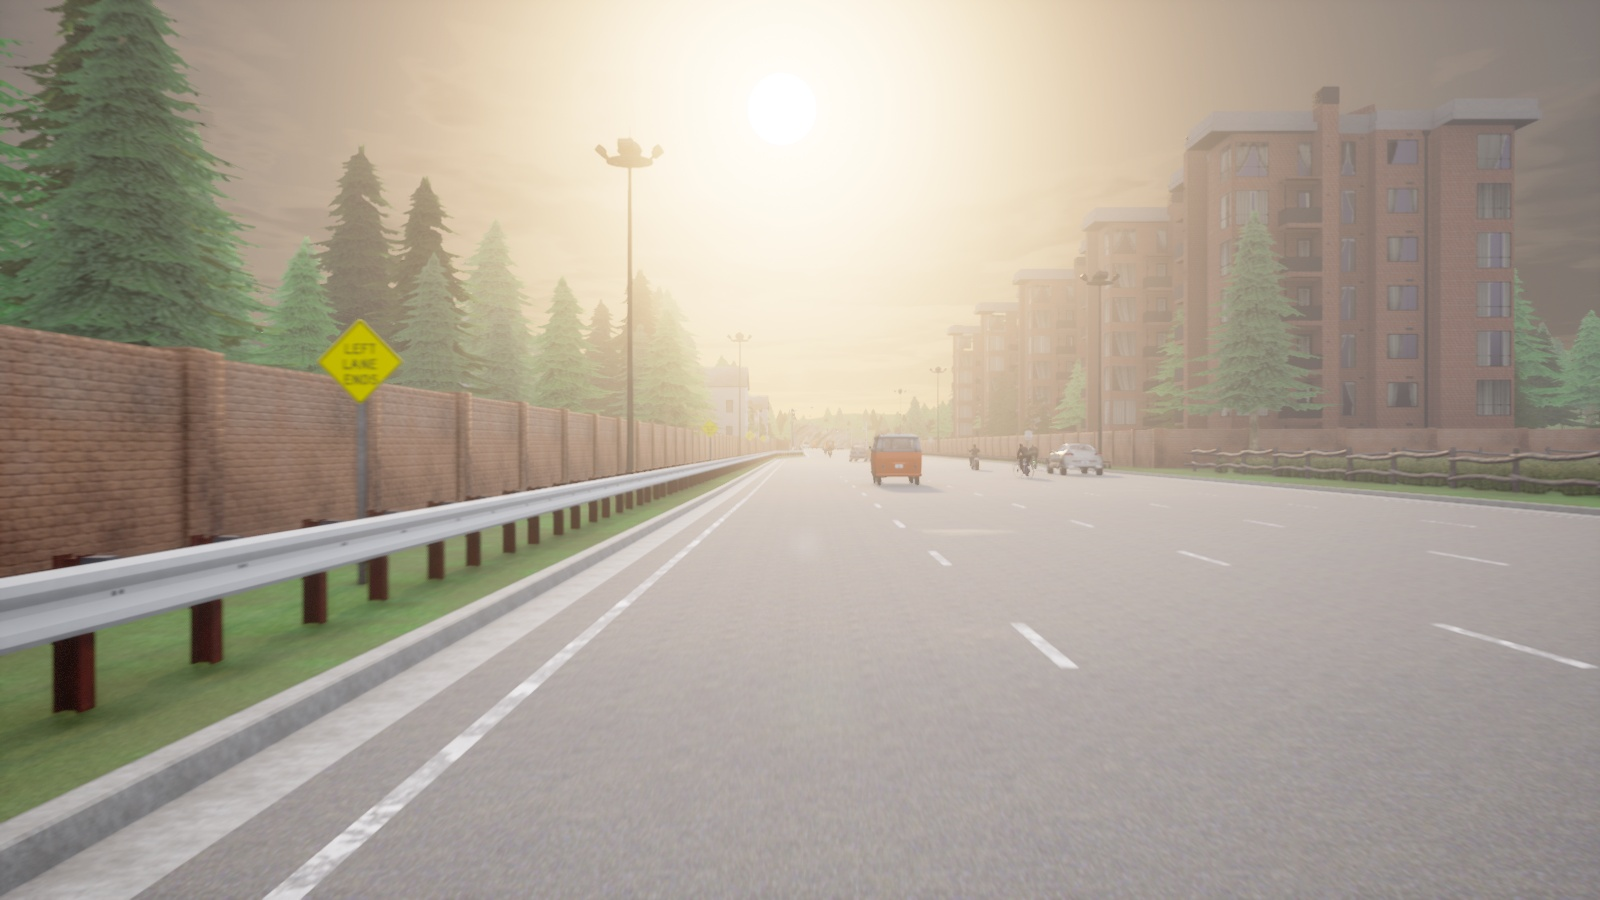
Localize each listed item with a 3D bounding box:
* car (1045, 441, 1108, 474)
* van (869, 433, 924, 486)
[{"bbox_3d":[14.226,0.345,64.948,2.152,1.651,5.027,0,0,0],"label":"car"},{"bbox_3d":[3.729,0.358,49.127,1.775,1.987,4.442,0,0,0],"label":"van"}]
